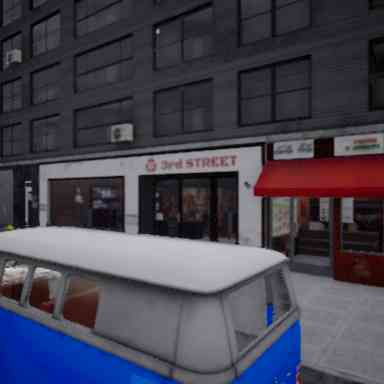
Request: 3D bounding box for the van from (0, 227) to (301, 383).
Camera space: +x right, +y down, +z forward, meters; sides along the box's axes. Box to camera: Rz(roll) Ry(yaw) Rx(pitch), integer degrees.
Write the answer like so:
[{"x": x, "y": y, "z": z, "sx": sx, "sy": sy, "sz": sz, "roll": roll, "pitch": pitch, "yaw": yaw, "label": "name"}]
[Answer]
[{"x": -0.926, "y": 1.342, "z": 3.469, "sx": 3.998, "sy": 1.788, "sz": 1.690, "roll": 0, "pitch": 0, "yaw": 35, "label": "van"}]
